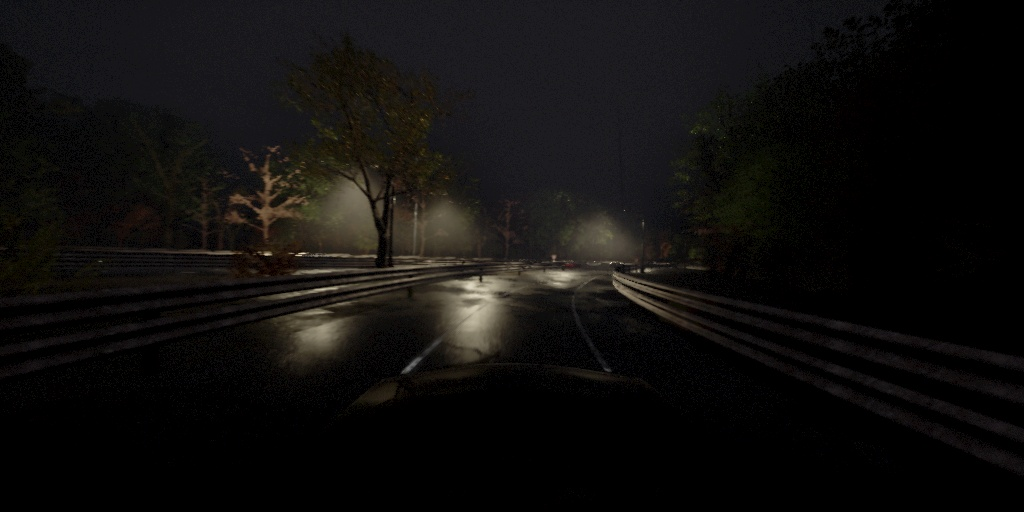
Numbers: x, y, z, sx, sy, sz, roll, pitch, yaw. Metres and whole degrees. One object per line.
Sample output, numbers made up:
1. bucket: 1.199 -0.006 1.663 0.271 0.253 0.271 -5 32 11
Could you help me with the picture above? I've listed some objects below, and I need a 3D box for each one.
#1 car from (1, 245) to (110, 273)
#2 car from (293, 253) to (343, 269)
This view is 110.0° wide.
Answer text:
1. car: -28.723 0.206 22.265 1.837 1.490 4.892 3 0 40
2. car: -20.364 0.493 37.574 1.882 1.535 5.008 3 0 40
